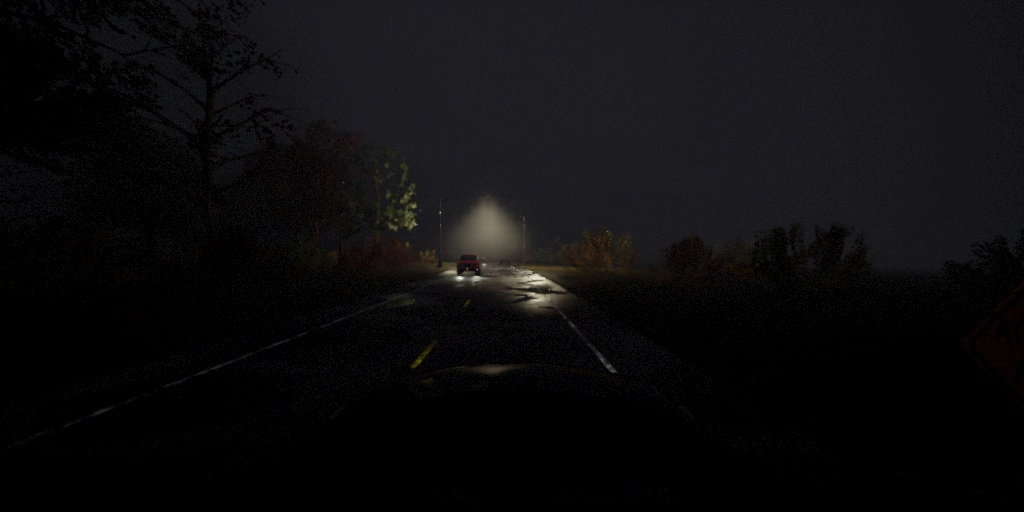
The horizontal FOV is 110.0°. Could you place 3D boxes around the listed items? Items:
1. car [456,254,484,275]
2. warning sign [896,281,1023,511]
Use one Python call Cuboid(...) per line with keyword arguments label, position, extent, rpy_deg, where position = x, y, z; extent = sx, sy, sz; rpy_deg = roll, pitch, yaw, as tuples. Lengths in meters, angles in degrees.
Cuboid(label="car", position=(-4.277, 0.832, 36.177), extent=(2.150, 2.045, 5.566), rpy_deg=(0, 0, -2))
Cuboid(label="warning sign", position=(3.553, 0.862, 2.380), extent=(1.300, 1.860, 1.060), rpy_deg=(0, 0, 0))
